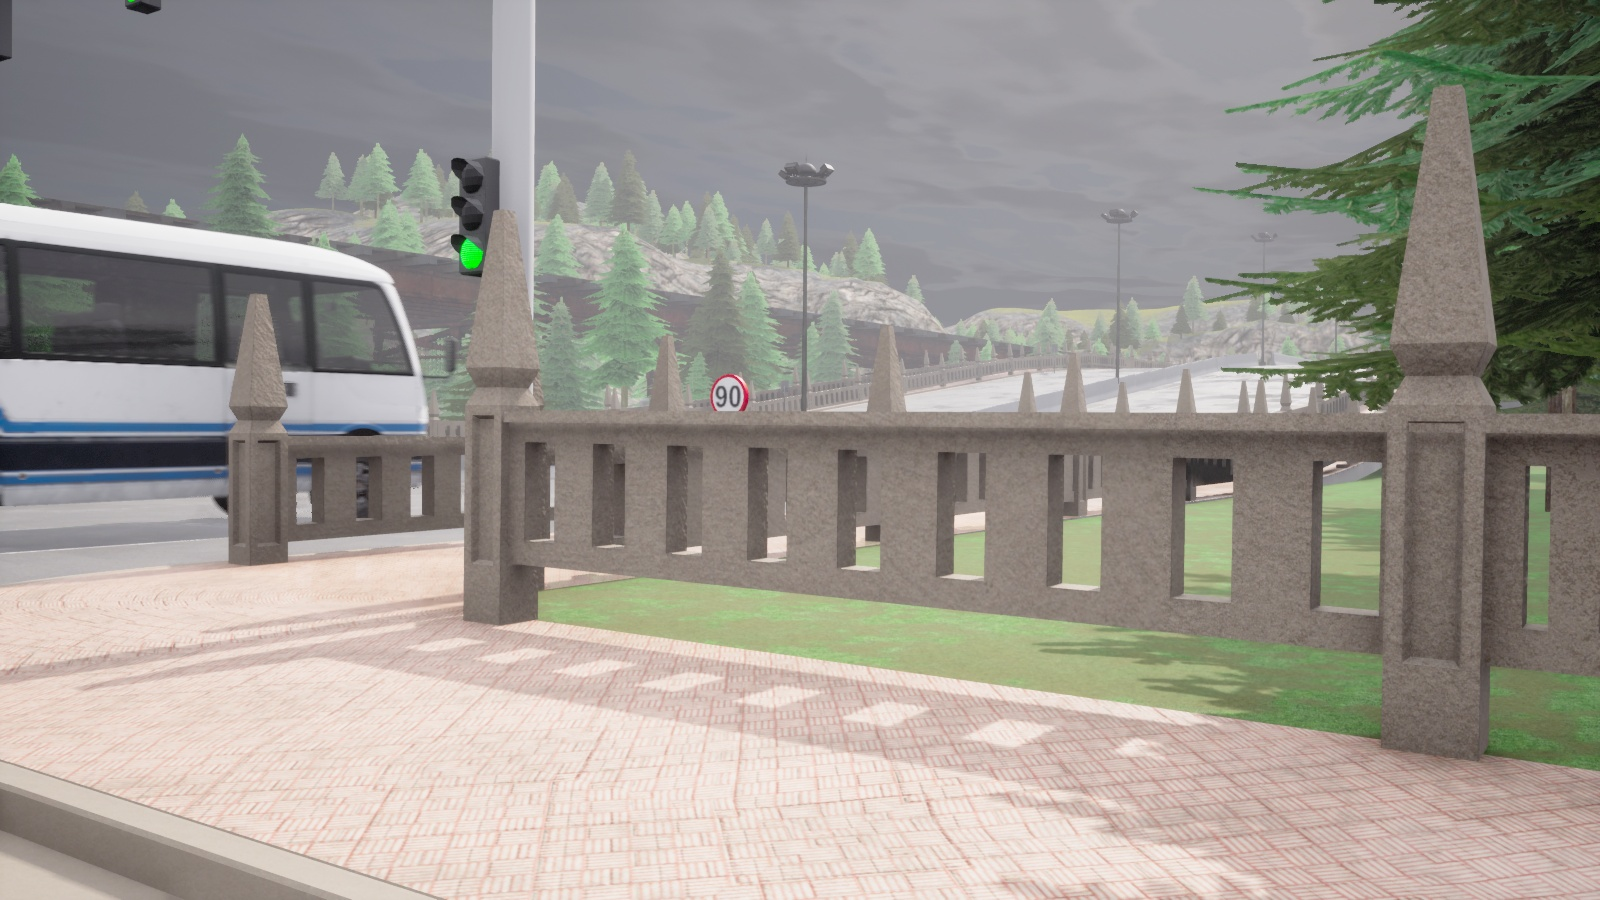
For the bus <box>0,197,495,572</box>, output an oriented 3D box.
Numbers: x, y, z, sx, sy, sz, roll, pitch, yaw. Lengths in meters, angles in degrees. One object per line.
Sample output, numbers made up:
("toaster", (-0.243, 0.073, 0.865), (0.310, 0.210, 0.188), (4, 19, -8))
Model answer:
("bus", (-9.486, -0.794, 17.186), (3.944, 4.253, 10.273), (0, 1, 34))
